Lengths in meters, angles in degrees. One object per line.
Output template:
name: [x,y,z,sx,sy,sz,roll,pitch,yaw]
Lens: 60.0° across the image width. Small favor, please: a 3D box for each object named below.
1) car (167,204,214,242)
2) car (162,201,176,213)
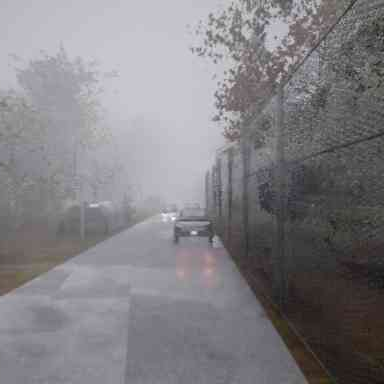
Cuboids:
car: [0.079,1.574,16.838,2.128,1.511,4.902,0,-1,0]
car: [-2.895,2.010,44.162,2.128,1.511,4.902,0,-1,1]
